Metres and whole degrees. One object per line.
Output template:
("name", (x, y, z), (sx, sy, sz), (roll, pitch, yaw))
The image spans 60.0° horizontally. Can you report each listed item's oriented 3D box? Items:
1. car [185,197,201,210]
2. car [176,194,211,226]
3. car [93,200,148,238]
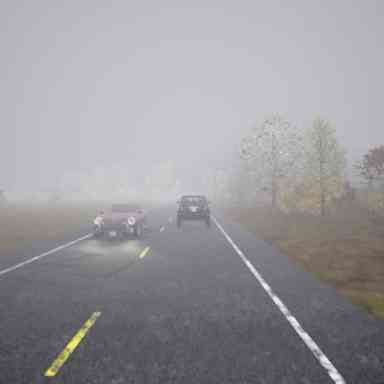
("car", (0.106, 1.383, 41.614), (1.882, 1.535, 5.008), (0, 0, 0))
("car", (0.104, 1.176, 22.921), (2.150, 2.045, 5.566), (0, 0, 0))
("car", (-3.591, 1.319, 17.377), (2.097, 1.767, 4.553), (0, 0, 0))
